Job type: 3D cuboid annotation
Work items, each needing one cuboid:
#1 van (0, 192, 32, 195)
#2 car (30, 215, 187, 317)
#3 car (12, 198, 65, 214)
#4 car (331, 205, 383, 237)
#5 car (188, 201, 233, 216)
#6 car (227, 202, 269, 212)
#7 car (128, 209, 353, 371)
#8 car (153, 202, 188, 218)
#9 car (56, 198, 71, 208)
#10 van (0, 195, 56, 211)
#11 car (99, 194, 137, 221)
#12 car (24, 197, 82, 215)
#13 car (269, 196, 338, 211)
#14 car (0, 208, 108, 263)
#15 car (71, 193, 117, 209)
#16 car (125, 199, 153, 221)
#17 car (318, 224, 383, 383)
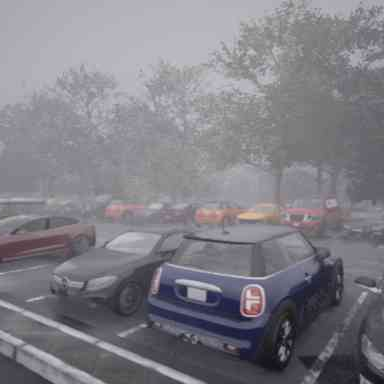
[{"bbox_3d":[-20.533,1.073,37.852,1.878,1.987,4.442,0,0,36],"label":"van"},{"bbox_3d":[-0.941,1.536,7.819,2.002,1.452,4.674,0,0,36],"label":"car"},{"bbox_3d":[-15.942,1.376,34.701,2.002,1.452,4.674,0,0,36],"label":"car"},{"bbox_3d":[8.941,1.511,16.831,2.231,1.521,4.892,0,0,36],"label":"car"},{"bbox_3d":[2.132,1.342,21.674,2.185,1.767,4.553,0,0,36],"label":"car"},{"bbox_3d":[4.415,1.482,20.079,2.097,1.535,5.008,0,0,36],"label":"car"},{"bbox_3d":[1.300,1.384,6.168,2.185,1.767,4.553,0,0,36],"label":"car"},{"bbox_3d":[-0.114,1.453,23.321,2.097,1.535,5.008,0,0,36],"label":"car"},{"bbox_3d":[-9.143,1.418,29.848,2.163,1.488,4.792,0,0,36],"label":"car"},{"bbox_3d":[-7.842,1.227,12.629,1.878,1.987,4.442,0,0,36],"label":"van"},{"bbox_3d":[-4.652,1.296,26.549,2.185,1.767,4.553,0,0,36],"label":"car"},{"bbox_3d":[-13.678,1.354,33.078,2.097,1.535,5.008,0,0,36],"label":"car"},{"bbox_3d":[6.661,1.245,18.426,2.435,2.045,5.566,0,0,36],"label":"car"},{"bbox_3d":[-5.480,1.498,11.041,2.163,1.488,4.792,0,0,36],"label":"car"},{"bbox_3d":[-6.911,1.155,28.175,2.435,2.045,5.566,0,0,36],"label":"car"},{"bbox_3d":[-2.371,1.477,24.952,2.002,1.452,4.674,0,0,36],"label":"car"},{"bbox_3d":[3.583,1.524,4.574,2.231,1.521,4.892,0,0,36],"label":"car"}]
